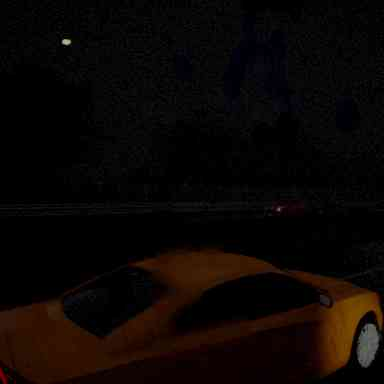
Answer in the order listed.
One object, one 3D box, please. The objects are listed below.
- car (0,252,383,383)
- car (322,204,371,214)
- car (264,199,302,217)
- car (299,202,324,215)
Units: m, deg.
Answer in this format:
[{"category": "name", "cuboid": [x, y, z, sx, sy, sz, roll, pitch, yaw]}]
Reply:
[{"category": "car", "cuboid": [0.377, 1.498, 4.014, 5.008, 1.535, 1.882, 0, 0, -35]}, {"category": "car", "cuboid": [12.495, 1.801, 25.793, 4.718, 1.301, 1.895, 1, 0, -35]}, {"category": "car", "cuboid": [9.029, 1.558, 31.912, 4.553, 1.767, 2.097, 1, 0, -35]}, {"category": "car", "cuboid": [11.949, 1.779, 29.696, 4.181, 1.385, 1.994, 1, 0, -35]}]
